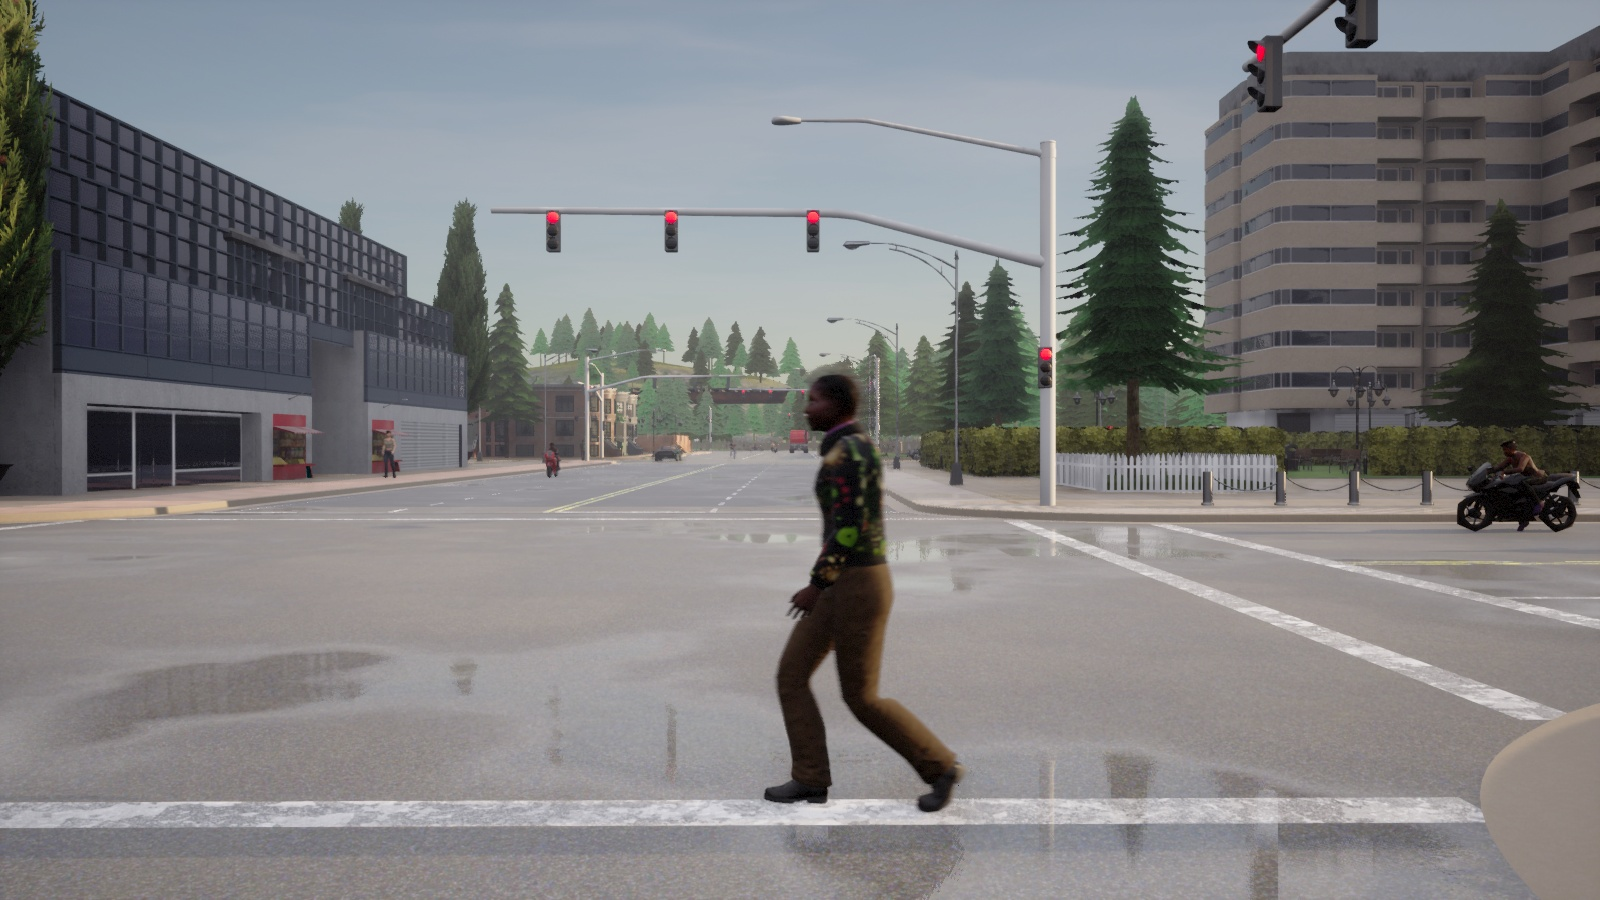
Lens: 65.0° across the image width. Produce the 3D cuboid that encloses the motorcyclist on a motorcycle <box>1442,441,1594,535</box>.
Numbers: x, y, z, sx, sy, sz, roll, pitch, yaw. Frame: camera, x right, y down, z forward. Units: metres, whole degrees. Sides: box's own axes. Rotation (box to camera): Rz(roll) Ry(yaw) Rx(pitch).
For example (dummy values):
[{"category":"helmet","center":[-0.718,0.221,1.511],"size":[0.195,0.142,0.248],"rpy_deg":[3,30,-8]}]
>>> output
[{"category":"motorcyclist on a motorcycle","center":[11.870,0.621,20.800],"size":[2.044,1.523,0.797],"rpy_deg":[0,0,0]}]

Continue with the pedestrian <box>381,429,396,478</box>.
[{"category":"pedestrian","center":[-15.644,0.123,47.756],"size":[0.345,1.836,0.594],"rpy_deg":[0,0,8]}]

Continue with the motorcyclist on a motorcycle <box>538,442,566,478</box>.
[{"category":"motorcyclist on a motorcycle","center":[-10.669,0.415,54.026],"size":[0.797,1.523,2.044],"rpy_deg":[0,0,0]}]

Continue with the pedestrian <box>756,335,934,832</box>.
[{"category":"pedestrian","center":[0.181,0.518,5.084],"size":[0.692,1.930,0.395],"rpy_deg":[0,0,2]}]
